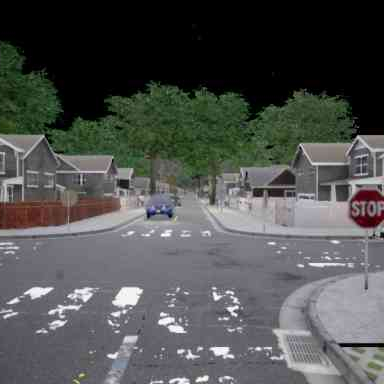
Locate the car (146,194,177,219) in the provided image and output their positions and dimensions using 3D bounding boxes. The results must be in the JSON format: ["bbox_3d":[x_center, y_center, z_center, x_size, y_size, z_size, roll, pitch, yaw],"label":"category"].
[{"bbox_3d":[-2.744,1.227,29.692,2.150,2.045,5.566,0,0,0],"label":"car"}]

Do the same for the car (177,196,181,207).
[{"bbox_3d":[-2.745,1.380,51.421,2.097,1.767,4.553,0,0,0],"label":"car"}]

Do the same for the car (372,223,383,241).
[{"bbox_3d":[10.164,1.479,13.823,4.902,1.511,2.128,0,0,0],"label":"car"}]
